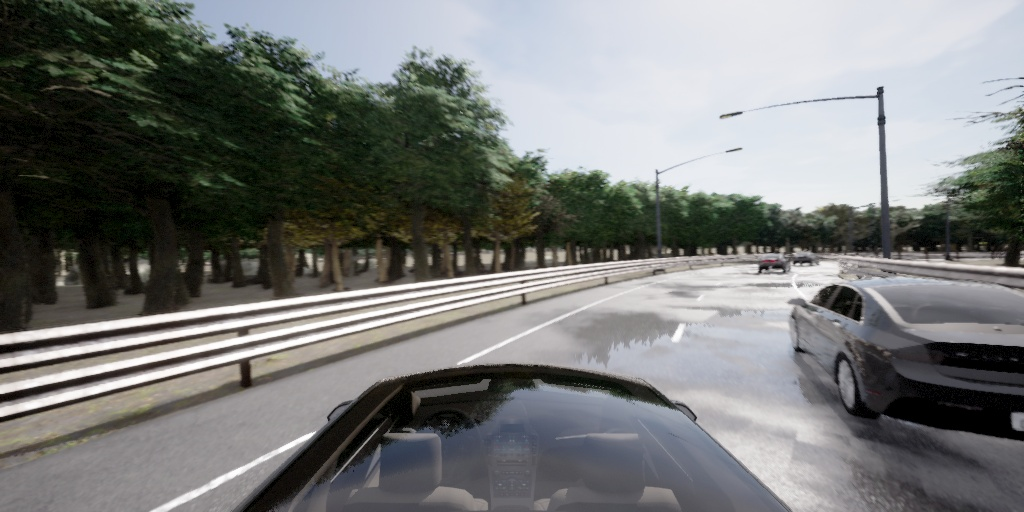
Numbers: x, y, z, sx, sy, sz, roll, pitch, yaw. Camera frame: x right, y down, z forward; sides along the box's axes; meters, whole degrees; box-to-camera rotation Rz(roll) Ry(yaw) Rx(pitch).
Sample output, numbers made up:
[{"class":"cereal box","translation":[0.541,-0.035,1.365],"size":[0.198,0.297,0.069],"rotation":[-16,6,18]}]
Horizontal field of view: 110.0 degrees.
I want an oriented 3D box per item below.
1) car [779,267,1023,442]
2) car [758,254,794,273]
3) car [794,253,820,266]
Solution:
[{"class":"car","translation":[5.340,1.052,4.979],"size":[1.837,1.490,4.892],"rotation":[-2,0,28]},{"class":"car","translation":[21.835,0.600,29.820],"size":[1.837,1.490,4.892],"rotation":[-2,-1,43]},{"class":"car","translation":[33.748,0.360,41.155],"size":[4.892,1.490,1.837],"rotation":[-1,-1,-39]}]
